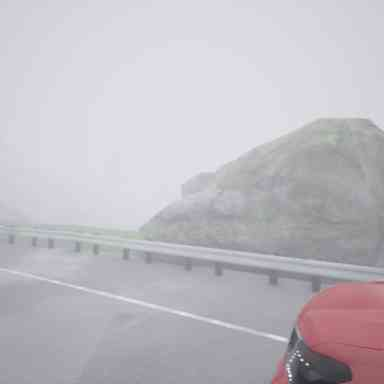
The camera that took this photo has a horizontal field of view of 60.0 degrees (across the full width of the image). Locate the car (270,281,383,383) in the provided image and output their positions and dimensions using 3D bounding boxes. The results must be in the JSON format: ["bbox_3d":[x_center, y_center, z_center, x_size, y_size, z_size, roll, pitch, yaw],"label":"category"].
[{"bbox_3d":[3.221,1.218,1.609,5.566,2.045,2.150,0,0,36],"label":"car"}]
